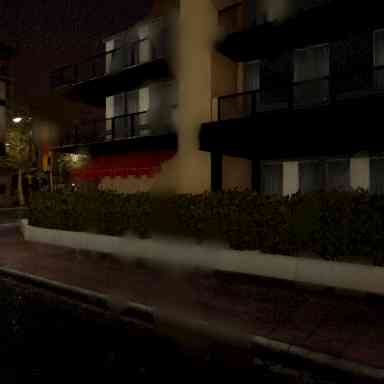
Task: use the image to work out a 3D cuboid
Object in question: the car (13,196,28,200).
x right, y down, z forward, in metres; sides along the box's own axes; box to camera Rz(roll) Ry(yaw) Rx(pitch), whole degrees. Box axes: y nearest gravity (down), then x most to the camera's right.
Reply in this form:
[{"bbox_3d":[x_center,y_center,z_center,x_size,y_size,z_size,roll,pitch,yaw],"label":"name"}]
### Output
[{"bbox_3d":[-36.209,1.481,67.988,4.892,1.521,2.231,0,0,36],"label":"car"}]
